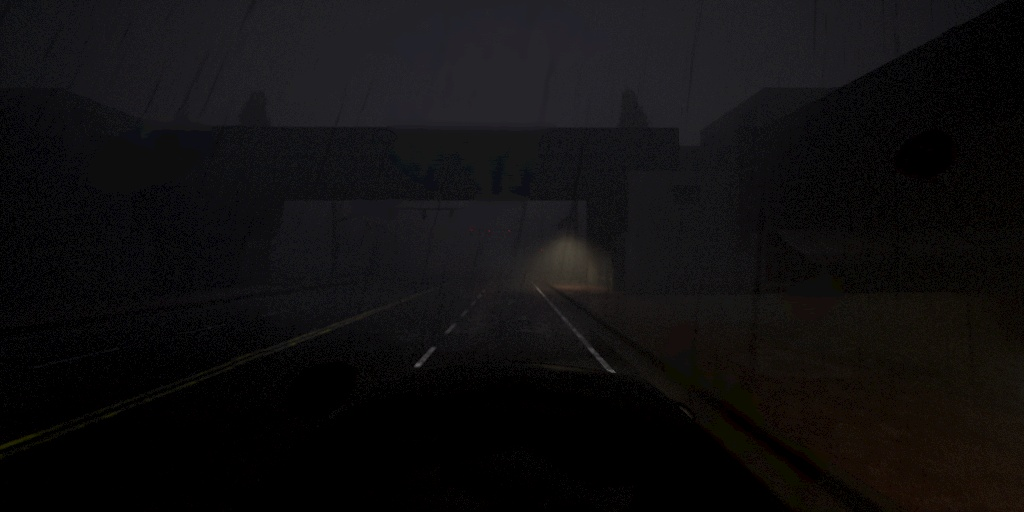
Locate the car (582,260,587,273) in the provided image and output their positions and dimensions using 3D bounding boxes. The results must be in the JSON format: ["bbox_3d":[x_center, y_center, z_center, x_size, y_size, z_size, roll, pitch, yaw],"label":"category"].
[{"bbox_3d":[10.237,1.455,37.935,4.674,1.442,1.812,0,-1,0],"label":"car"}]
